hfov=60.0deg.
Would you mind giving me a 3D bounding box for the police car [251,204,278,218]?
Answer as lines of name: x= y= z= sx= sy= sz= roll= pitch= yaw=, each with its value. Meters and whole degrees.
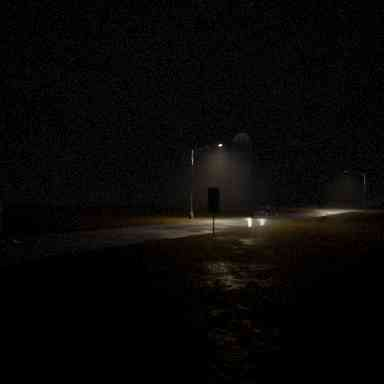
police car: x=8.986 y=2.271 z=41.036 sx=1.930 sy=1.638 sz=5.238 roll=0 pitch=-1 yaw=36
